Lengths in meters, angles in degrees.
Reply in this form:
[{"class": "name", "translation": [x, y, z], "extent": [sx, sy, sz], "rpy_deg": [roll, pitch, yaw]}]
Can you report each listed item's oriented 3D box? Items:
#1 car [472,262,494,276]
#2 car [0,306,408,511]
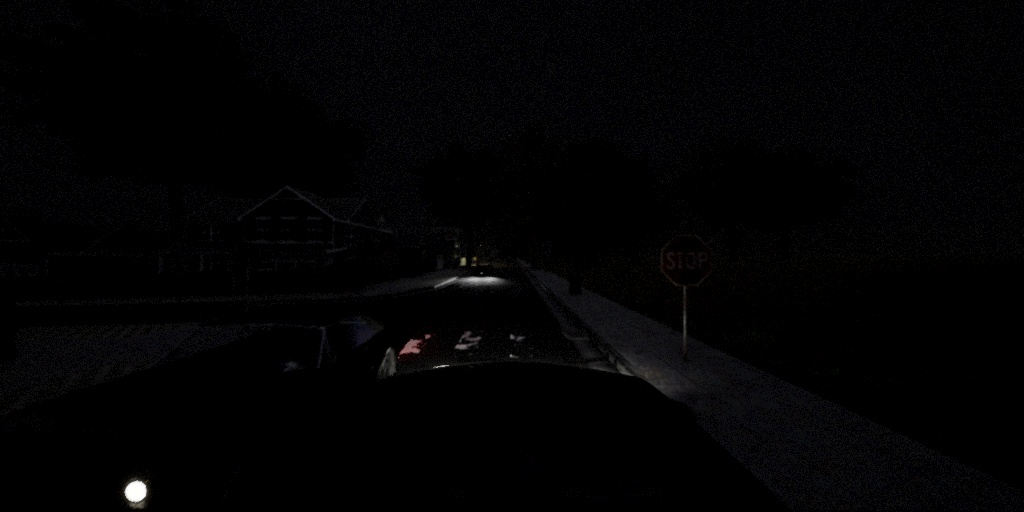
[{"class": "car", "translation": [-2.745, 1.248, 34.785], "extent": [1.895, 1.301, 4.718], "rpy_deg": [0, 0, 0]}, {"class": "car", "translation": [-2.750, 1.343, 4.071], "extent": [1.895, 1.301, 4.718], "rpy_deg": [0, 0, 0]}]
